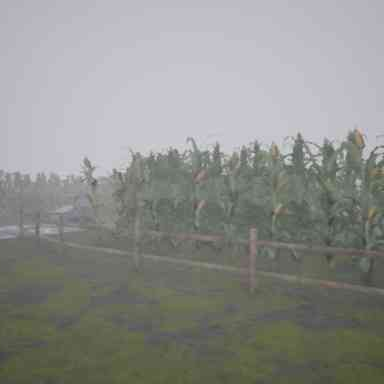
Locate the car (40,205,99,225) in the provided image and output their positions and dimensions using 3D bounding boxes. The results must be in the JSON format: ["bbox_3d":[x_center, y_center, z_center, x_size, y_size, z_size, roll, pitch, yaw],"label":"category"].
[{"bbox_3d":[-9.050,1.696,24.802,1.994,1.385,4.181,-1,-1,36],"label":"car"}]
